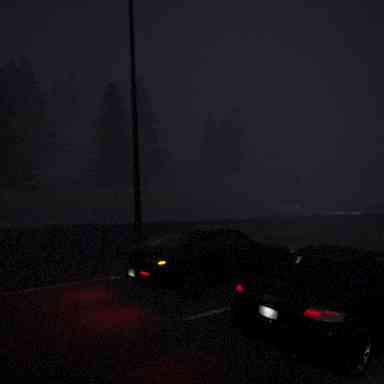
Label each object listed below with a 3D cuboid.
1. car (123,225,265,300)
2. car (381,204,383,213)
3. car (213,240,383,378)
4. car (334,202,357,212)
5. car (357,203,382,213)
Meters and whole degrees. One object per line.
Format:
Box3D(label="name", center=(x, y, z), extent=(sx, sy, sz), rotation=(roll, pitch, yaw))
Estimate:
Box3D(label="car", center=(0.574, 1.571, 8.455), extent=(4.674, 1.442, 1.812), rotation=(1, 0, -36))
Box3D(label="car", center=(28.425, 2.346, 45.673), extent=(4.674, 1.442, 1.812), rotation=(2, -1, -35))
Box3D(label="car", center=(2.654, 1.610, 5.639), extent=(4.181, 1.385, 1.994), rotation=(1, 0, -35))
Box3D(label="car", center=(23.829, 2.284, 51.004), extent=(5.008, 1.535, 1.882), rotation=(2, -1, -35))
Box3D(label="car", center=(26.782, 2.338, 48.796), extent=(4.892, 1.490, 1.837), rotation=(2, -1, -35))
